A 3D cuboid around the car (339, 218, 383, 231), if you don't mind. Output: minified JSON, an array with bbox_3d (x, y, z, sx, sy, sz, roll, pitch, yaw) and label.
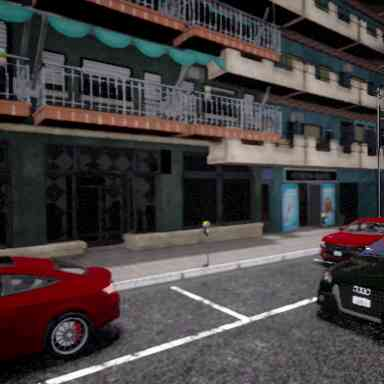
[{"bbox_3d":[6.038,1.528,10.912,4.507,1.381,1.887,0,-1,-36],"label":"car"}]

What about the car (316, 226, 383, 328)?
[{"bbox_3d":[4.310,1.554,6.419,4.181,1.385,1.994,0,0,-35],"label":"car"}]

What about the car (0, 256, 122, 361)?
[{"bbox_3d":[-3.034,1.582,4.412,4.206,1.307,1.802,0,-1,-36],"label":"car"}]
